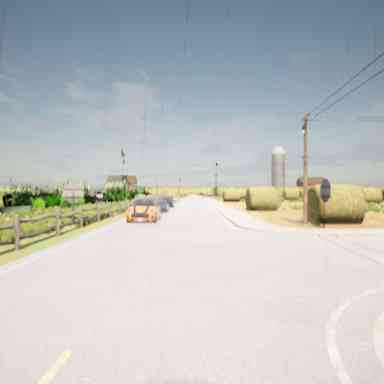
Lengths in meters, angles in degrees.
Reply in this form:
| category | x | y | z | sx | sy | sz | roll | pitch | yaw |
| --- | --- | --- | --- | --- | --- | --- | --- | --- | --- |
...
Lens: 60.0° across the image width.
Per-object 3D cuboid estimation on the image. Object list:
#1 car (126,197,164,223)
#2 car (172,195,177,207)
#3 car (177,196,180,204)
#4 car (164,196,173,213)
| category | x | y | z | sx | sy | sz | roll | pitch | yaw |
| --- | --- | --- | --- | --- | --- | --- | --- | --- | --- |
| car | -3.513 | 1.286 | 24.673 | 2.097 | 1.767 | 4.553 | 0 | 0 | 0 |
| car | -3.428 | 1.383 | 45.979 | 1.837 | 1.490 | 4.892 | 0 | 0 | 0 |
| car | -3.290 | 1.354 | 61.211 | 1.882 | 1.535 | 5.008 | 0 | 0 | 0 |
| car | -3.473 | 1.453 | 35.776 | 2.033 | 1.411 | 5.357 | 0 | 0 | 0 |
